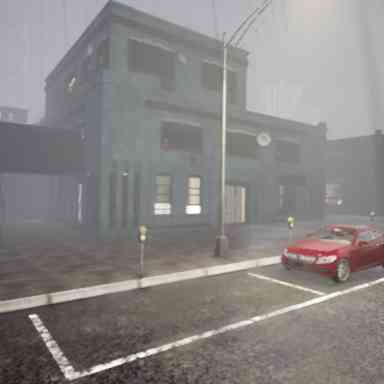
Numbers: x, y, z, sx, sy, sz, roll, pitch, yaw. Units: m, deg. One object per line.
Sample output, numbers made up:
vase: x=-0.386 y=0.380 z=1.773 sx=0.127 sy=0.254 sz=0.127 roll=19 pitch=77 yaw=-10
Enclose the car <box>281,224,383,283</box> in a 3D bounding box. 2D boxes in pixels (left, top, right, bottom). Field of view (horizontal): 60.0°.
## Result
car: x=4.440 y=1.617 z=9.712 sx=4.206 sy=1.307 sz=1.802 roll=0 pitch=1 yaw=-35
